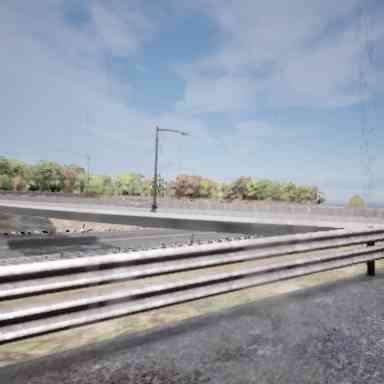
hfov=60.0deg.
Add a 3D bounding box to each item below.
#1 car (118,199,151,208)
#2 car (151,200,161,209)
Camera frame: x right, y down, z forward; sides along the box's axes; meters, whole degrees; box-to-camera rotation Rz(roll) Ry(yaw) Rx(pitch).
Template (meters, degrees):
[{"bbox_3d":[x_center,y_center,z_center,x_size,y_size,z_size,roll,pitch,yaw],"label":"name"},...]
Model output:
[{"bbox_3d":[-9.249,1.922,51.442,4.718,1.301,1.895,1,-2,31],"label":"car"},{"bbox_3d":[-7.392,1.935,54.415,5.008,1.535,1.882,1,-2,31],"label":"car"}]
